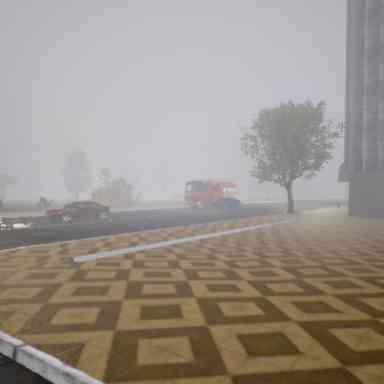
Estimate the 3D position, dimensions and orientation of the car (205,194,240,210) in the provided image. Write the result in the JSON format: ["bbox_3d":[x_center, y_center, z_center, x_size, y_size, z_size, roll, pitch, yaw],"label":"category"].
[{"bbox_3d":[4.212,1.378,41.706,1.882,1.535,5.008,1,1,38],"label":"car"}]

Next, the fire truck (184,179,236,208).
[{"bbox_3d":[2.623,0.182,44.793,2.891,3.827,8.468,1,1,38],"label":"fire truck"}]

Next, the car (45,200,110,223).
[{"bbox_3d":[-8.616,1.401,25.437,1.882,1.535,5.008,1,1,38],"label":"car"}]
